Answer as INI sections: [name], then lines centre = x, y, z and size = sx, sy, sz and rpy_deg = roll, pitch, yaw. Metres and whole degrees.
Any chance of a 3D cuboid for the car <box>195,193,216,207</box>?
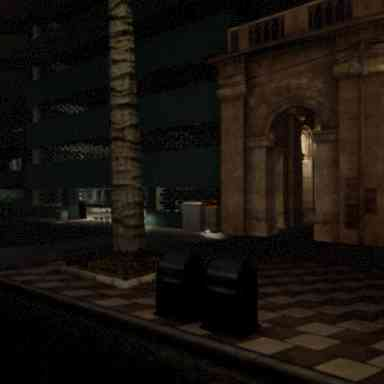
[car]
centre = 2.278, 1.047, 24.129
size = 5.566, 2.045, 2.435
rpy_deg = 0, 0, 36
